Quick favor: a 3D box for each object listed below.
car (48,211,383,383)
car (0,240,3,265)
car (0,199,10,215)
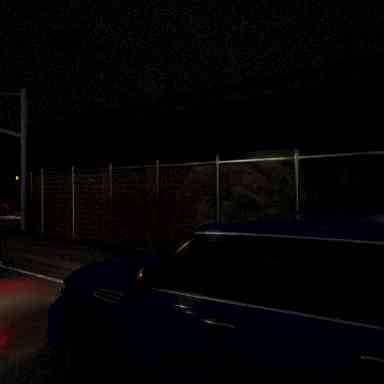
[{"bbox_3d":[0.887,1.221,3.358,5.566,2.045,2.150,0,0,35],"label":"car"},{"bbox_3d":[-7.128,1.492,9.074,4.902,1.511,2.128,0,0,33],"label":"car"},{"bbox_3d":[-20.228,1.407,31.937,2.097,1.767,4.553,0,0,37],"label":"car"}]
